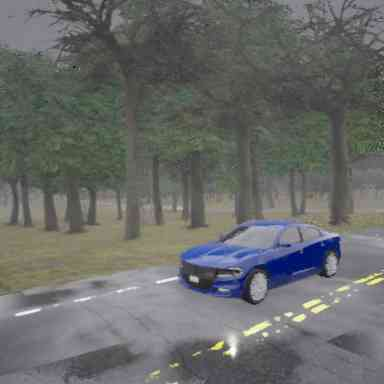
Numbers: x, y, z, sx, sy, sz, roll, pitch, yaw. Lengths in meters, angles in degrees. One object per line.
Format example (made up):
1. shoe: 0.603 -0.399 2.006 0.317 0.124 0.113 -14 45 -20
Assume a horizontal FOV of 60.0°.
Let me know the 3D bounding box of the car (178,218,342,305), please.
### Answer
1. car: 1.910 1.471 8.339 5.008 1.535 1.882 0 0 -42
